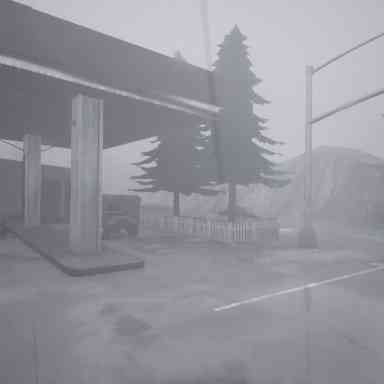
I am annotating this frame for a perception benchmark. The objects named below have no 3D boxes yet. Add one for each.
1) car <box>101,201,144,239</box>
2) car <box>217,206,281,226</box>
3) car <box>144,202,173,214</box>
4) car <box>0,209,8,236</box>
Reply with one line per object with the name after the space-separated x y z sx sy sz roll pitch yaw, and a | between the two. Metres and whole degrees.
-4.534 1.446 18.268 1.905 1.878 3.866 1 0 -36 | car
4.053 1.801 25.045 2.033 1.411 5.357 1 0 -35 | car
-3.794 1.762 36.165 1.895 1.301 4.718 1 0 -35 | car
-11.665 1.520 18.470 2.242 1.667 4.611 1 0 -36 | car
